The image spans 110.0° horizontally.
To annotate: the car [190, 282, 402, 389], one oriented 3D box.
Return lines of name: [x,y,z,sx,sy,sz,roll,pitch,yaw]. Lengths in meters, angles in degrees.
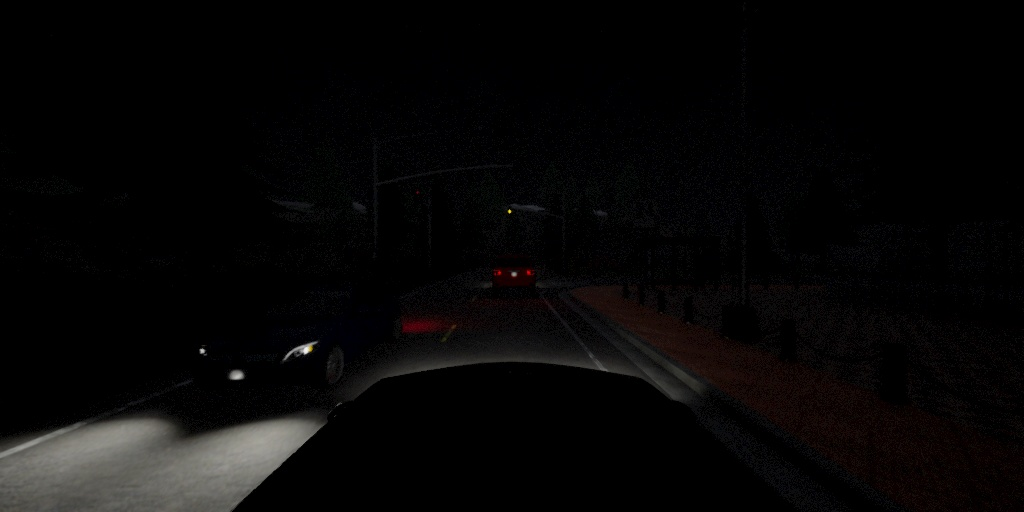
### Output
car: [-3.547,1.264,6.971,1.812,1.442,4.674,0,0,1]

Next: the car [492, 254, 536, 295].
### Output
car: [0.099,0.932,19.373,2.150,2.045,5.566,0,0,0]
